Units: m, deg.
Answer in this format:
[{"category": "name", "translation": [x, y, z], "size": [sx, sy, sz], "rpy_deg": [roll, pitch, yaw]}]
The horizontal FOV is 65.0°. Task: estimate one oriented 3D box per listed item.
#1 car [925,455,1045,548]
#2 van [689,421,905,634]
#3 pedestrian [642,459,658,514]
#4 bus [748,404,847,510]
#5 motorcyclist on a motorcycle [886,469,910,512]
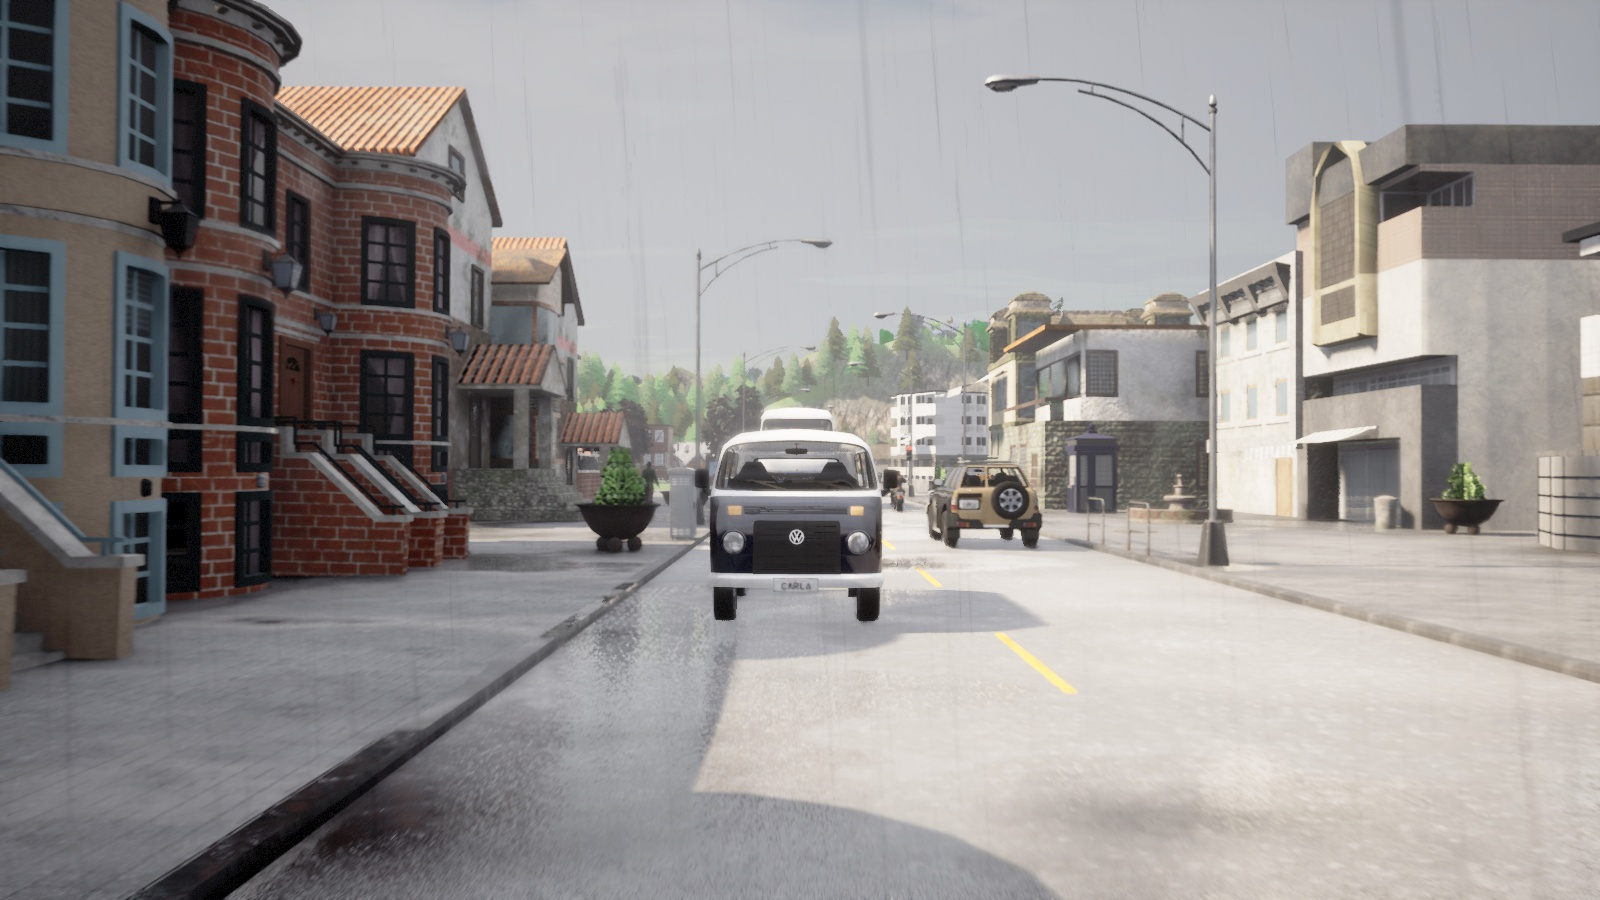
[{"category": "car", "translation": [3.931, 1.075, 27.466], "size": [1.932, 1.855, 4.605], "rpy_deg": [0, -1, 0]}, {"category": "van", "translation": [-0.037, 0.777, 14.291], "size": [2.069, 2.038, 4.480], "rpy_deg": [0, -1, 0]}, {"category": "pedestrian", "translation": [-5.354, 1.293, 44.758], "size": [0.423, 1.949, 0.788], "rpy_deg": [0, -1, 4]}, {"category": "bus", "translation": [-0.135, 0.364, 55.312], "size": [3.944, 4.253, 10.273], "rpy_deg": [0, -1, 0]}, {"category": "motorcyclist on a motorcycle", "translation": [3.877, 1.584, 49.848], "size": [0.766, 1.649, 2.350], "rpy_deg": [0, -1, 0]}]
